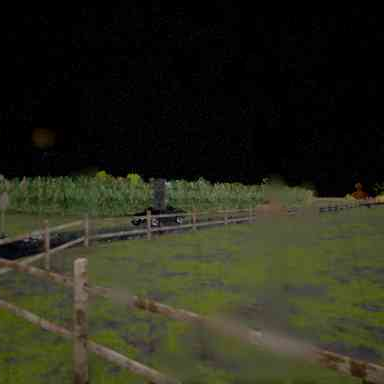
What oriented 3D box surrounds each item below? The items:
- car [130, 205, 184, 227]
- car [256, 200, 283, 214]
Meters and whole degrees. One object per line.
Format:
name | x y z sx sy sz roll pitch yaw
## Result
car | -2.520 1.759 25.126 1.837 1.490 4.892 -1 -1 36
car | 9.861 1.861 42.181 2.097 1.767 4.553 -1 -1 36
